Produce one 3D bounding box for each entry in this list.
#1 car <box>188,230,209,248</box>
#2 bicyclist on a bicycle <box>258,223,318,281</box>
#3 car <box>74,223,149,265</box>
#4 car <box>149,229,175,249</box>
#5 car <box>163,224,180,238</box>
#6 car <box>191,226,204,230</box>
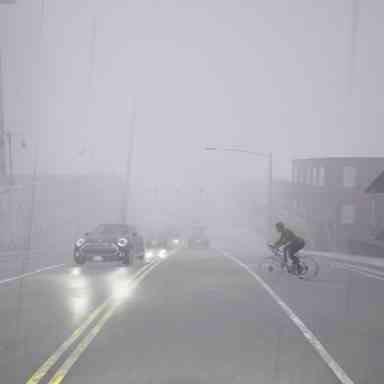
[{"bbox_3d":[0.648,4.749,32.837,1.994,1.385,4.181,0,-6,1],"label":"car"},{"bbox_3d":[2.663,1.684,9.320,1.656,1.620,0.582,-2,-4,2],"label":"bicyclist on a bicycle"},{"bbox_3d":[-3.375,2.122,14.374,2.097,1.767,4.553,0,-7,1],"label":"car"},{"bbox_3d":[-3.070,4.380,30.213,2.128,1.511,4.902,0,-7,1],"label":"car"},{"bbox_3d":[-2.780,5.164,44.765,2.097,1.767,4.553,0,0,2],"label":"car"},{"bbox_3d":[0.862,5.361,45.429,2.033,1.411,5.357,0,0,1],"label":"car"}]
